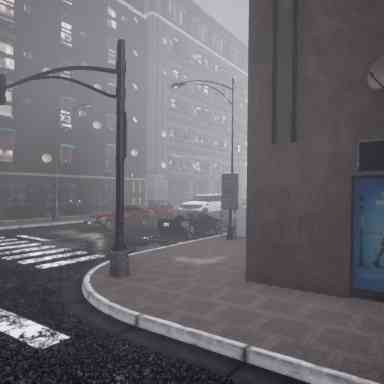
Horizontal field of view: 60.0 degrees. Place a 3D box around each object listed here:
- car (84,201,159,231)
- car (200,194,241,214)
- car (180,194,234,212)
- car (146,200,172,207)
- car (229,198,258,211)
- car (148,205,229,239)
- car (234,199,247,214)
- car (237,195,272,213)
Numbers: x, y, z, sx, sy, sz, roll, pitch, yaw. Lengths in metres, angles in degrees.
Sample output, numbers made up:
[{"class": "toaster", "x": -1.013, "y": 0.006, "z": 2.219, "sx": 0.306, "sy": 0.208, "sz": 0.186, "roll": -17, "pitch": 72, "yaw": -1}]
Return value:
[{"class": "car", "x": -4.489, "y": 1.487, "z": 20.797, "sx": 1.812, "sy": 1.442, "sz": 4.674, "roll": 1, "pitch": 1, "yaw": 35}, {"class": "car", "x": 3.141, "y": 1.223, "z": 35.954, "sx": 2.192, "sy": 1.841, "sz": 5.009, "roll": 1, "pitch": 1, "yaw": 35}, {"class": "car", "x": 1.187, "y": 1.171, "z": 28.880, "sx": 2.150, "sy": 2.045, "sz": 5.566, "roll": 1, "pitch": 1, "yaw": 35}, {"class": "car", "x": -3.280, "y": 1.362, "z": 26.807, "sx": 1.967, "sy": 1.590, "sz": 4.097, "roll": 1, "pitch": 1, "yaw": 35}, {"class": "car", "x": 6.348, "y": 1.483, "z": 40.530, "sx": 1.802, "sy": 1.307, "sz": 4.206, "roll": 1, "pitch": 1, "yaw": 35}, {"class": "car", "x": -0.041, "y": 1.599, "z": 17.708, "sx": 1.947, "sy": 1.339, "sz": 4.313, "roll": 1, "pitch": 1, "yaw": 35}, {"class": "car", "x": 5.706, "y": 1.532, "z": 30.176, "sx": 2.033, "sy": 1.411, "sz": 5.357, "roll": 1, "pitch": 1, "yaw": 35}, {"class": "car", "x": 7.062, "y": 1.289, "z": 37.234, "sx": 2.097, "sy": 1.767, "sz": 4.553, "roll": 1, "pitch": 1, "yaw": 35}]
